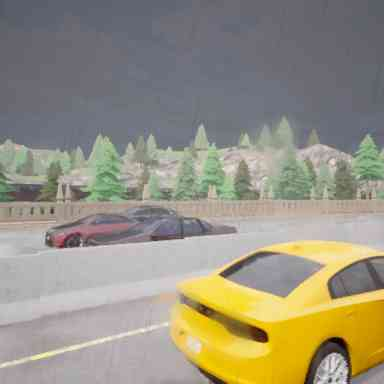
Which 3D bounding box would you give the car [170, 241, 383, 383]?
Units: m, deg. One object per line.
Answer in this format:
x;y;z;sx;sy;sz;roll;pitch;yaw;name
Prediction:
2.103;1.480;4.899;5.008;1.535;1.882;0;0;-32;car

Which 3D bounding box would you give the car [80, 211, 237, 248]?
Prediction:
-0.833;1.556;11.606;5.357;1.411;2.033;0;0;-32;car

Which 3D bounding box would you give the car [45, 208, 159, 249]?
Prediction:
-3.798;1.572;13.782;4.181;1.385;1.994;0;0;-32;car

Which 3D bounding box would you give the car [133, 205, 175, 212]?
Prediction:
-2.748;1.522;18.524;4.892;1.490;1.837;0;0;-30;car
